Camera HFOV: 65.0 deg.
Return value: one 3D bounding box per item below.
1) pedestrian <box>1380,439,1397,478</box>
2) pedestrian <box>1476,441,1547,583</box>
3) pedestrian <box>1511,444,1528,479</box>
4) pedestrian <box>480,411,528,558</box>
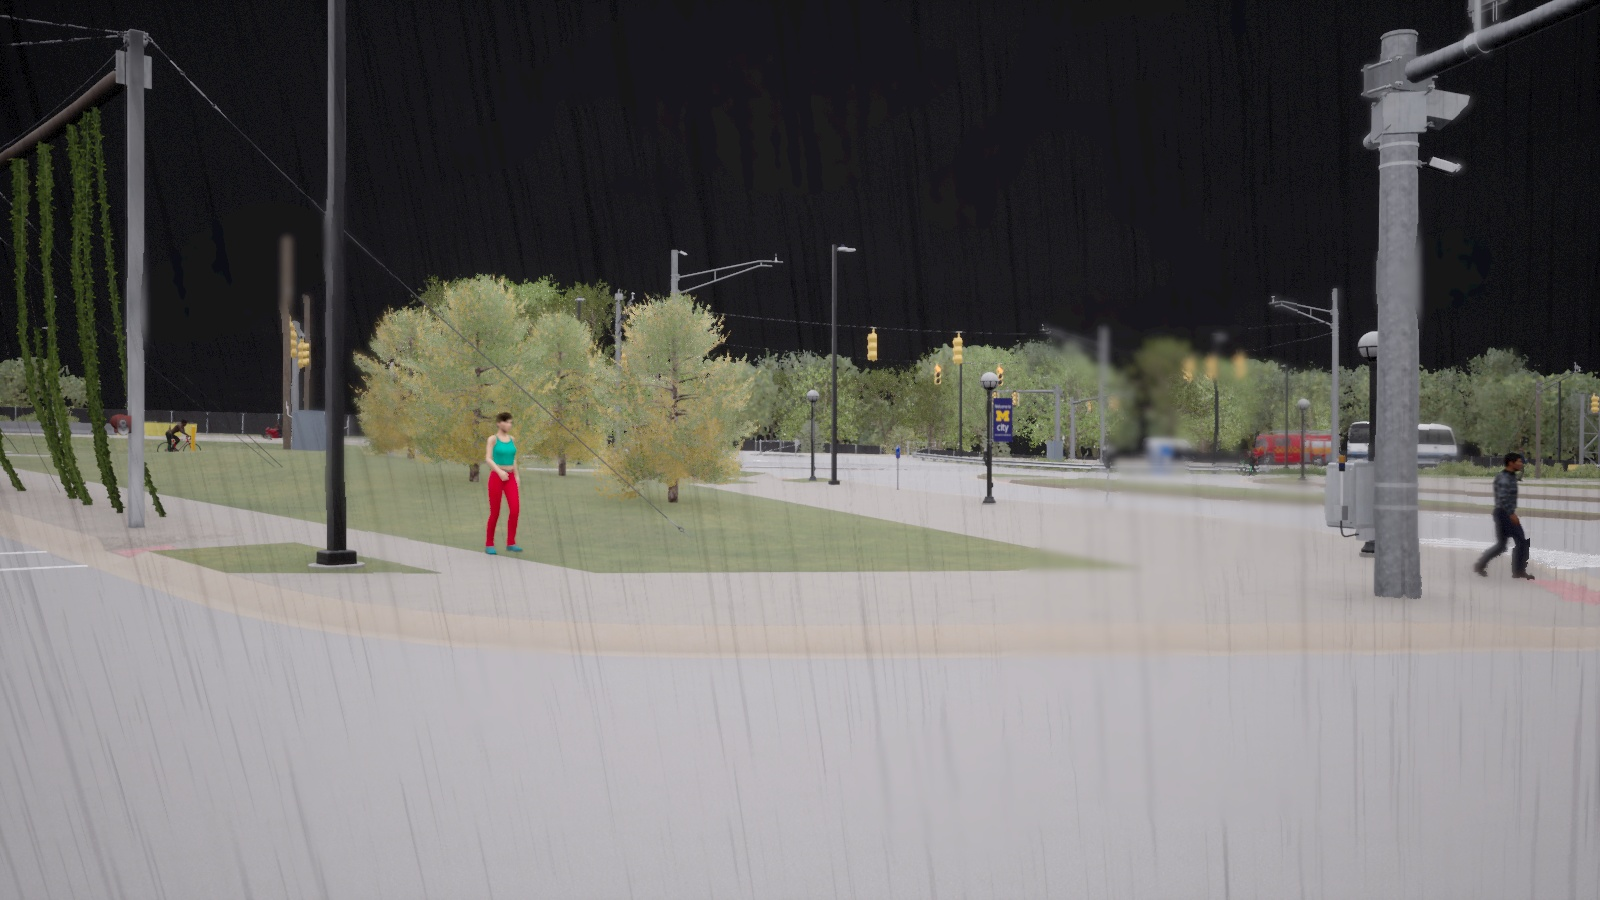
[{"bbox_3d":[29.795,0.421,63.552,0.692,1.930,0.396,0,0,-18],"label":"pedestrian"},{"bbox_3d":[9.980,0.850,17.624,0.423,1.949,0.788,0,0,-45],"label":"pedestrian"},{"bbox_3d":[37.881,0.600,66.092,0.726,1.842,0.402,0,0,-15],"label":"pedestrian"},{"bbox_3d":[-3.783,0.427,16.030,0.345,1.836,0.594,0,0,-43],"label":"pedestrian"}]
